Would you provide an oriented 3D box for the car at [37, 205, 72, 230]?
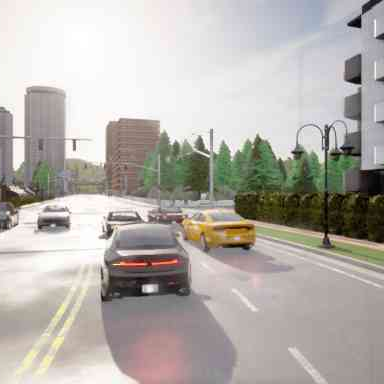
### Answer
[{"bbox_3d":[-8.886,1.547,21.746,2.033,1.411,5.357,0,0,-19],"label":"car"}]

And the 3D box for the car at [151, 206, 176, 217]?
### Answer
[{"bbox_3d":[-1.799,1.601,22.784,1.895,1.301,4.718,0,0,-18],"label":"car"}]

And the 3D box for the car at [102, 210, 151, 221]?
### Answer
[{"bbox_3d":[-3.631,1.601,17.228,1.895,1.301,4.718,0,0,-18],"label":"car"}]

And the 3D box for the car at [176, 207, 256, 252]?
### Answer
[{"bbox_3d":[0.913,1.478,14.043,1.882,1.535,5.008,0,0,-16],"label":"car"}]

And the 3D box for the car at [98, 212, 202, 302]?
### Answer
[{"bbox_3d":[-1.269,1.505,8.411,1.837,1.490,4.892,0,0,-12],"label":"car"}]

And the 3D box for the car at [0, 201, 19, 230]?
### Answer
[{"bbox_3d":[-12.231,1.418,20.713,2.097,1.767,4.553,0,0,-19],"label":"car"}]
